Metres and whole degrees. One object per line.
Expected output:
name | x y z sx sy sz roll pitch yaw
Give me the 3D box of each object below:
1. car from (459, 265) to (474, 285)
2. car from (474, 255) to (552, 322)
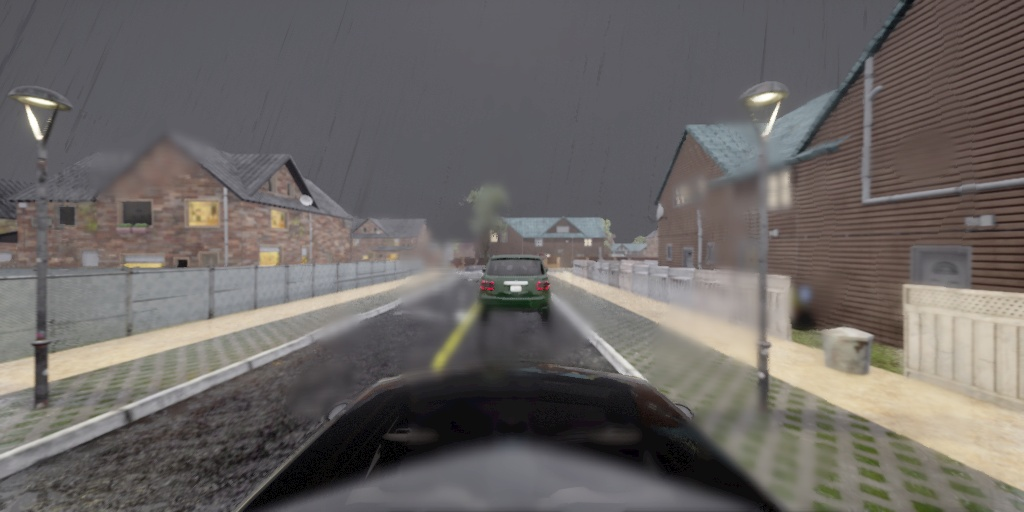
car | -2.724 1.365 26.423 1.895 1.301 4.718 0 0 0
car | 0.110 0.973 12.464 2.150 2.045 5.566 0 0 0
